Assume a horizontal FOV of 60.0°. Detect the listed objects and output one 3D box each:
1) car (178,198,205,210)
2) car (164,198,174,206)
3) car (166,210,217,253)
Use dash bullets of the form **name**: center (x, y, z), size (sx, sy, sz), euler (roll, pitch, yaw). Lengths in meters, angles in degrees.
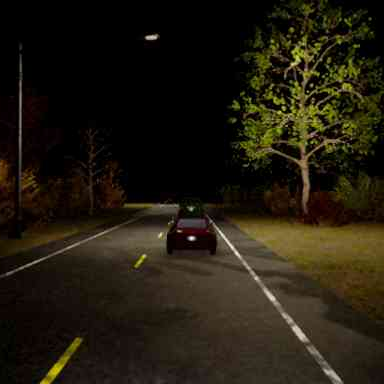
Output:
- **car**: center (-0.078, 1.493, 29.005), size (2.150, 2.045, 5.566), euler (0, 0, 0)
- **car**: center (-5.111, 2.147, 72.309), size (1.837, 1.490, 4.892), euler (0, 0, -8)
- **car**: center (-0.013, 1.701, 14.282), size (1.994, 1.385, 4.181), euler (0, -1, 0)
